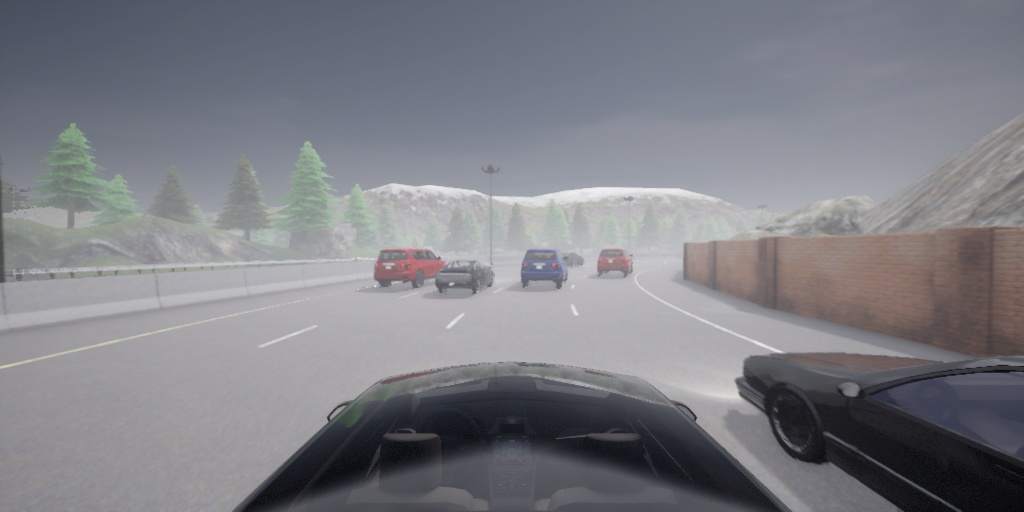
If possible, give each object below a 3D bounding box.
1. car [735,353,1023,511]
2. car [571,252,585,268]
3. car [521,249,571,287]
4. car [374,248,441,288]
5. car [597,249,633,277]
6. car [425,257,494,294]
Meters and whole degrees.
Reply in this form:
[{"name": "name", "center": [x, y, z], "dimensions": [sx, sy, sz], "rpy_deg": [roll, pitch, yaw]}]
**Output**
[{"name": "car", "center": [3.603, 1.295, 1.825], "dimensions": [2.033, 1.411, 5.357], "rpy_deg": [0, 1, 0]}, {"name": "car", "center": [6.549, 0.331, 40.214], "dimensions": [2.097, 1.767, 4.553], "rpy_deg": [1, 1, 31]}, {"name": "car", "center": [1.958, 0.596, 20.534], "dimensions": [2.150, 2.045, 5.566], "rpy_deg": [0, 1, 13]}, {"name": "car", "center": [-5.431, 0.604, 20.108], "dimensions": [2.150, 2.045, 5.566], "rpy_deg": [0, 1, 13]}, {"name": "car", "center": [8.115, 0.444, 27.962], "dimensions": [2.150, 2.045, 5.566], "rpy_deg": [0, 1, 24]}, {"name": "car", "center": [-2.151, 0.928, 17.503], "dimensions": [2.128, 1.511, 4.902], "rpy_deg": [0, 1, 9]}]
